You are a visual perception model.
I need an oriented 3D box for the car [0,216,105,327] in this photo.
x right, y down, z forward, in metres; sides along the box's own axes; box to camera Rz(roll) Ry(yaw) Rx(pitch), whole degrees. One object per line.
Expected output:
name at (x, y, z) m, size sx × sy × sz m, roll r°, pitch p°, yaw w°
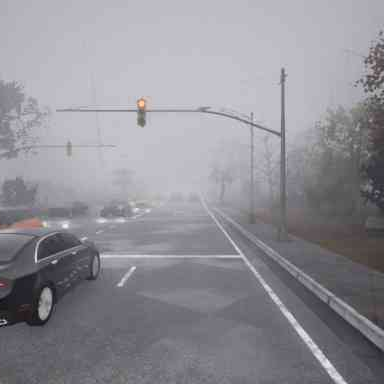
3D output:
car at (-3.377, 1.505, 7.034) m, size 1.837 × 1.490 × 4.892 m, roll 0°, pitch 0°, yaw 0°

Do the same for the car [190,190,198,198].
car at (0.440, 0.455, 74.285) m, size 1.882 × 1.535 × 5.008 m, roll 0°, pitch 3°, yaw 0°

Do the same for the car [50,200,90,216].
car at (-10.791, 1.478, 29.493) m, size 1.882 × 1.535 × 5.008 m, roll 0°, pitch 0°, yaw 6°

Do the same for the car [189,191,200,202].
car at (0.473, 1.004, 63.918) m, size 2.128 × 1.511 × 4.902 m, roll 0°, pitch 3°, yaw 0°

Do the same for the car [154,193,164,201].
car at (-6.632, 0.867, 66.344) m, size 1.882 × 1.535 × 5.008 m, roll 0°, pitch 3°, yaw 1°

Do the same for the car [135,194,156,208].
car at (-6.830, 1.476, 47.701) m, size 1.882 × 1.535 × 5.008 m, roll 0°, pitch 0°, yaw 0°

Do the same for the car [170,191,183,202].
car at (-3.026, 0.839, 64.445) m, size 2.097 × 1.767 × 4.553 m, roll 0°, pitch 3°, yaw 0°

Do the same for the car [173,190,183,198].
car at (-3.054, 0.445, 74.496) m, size 1.882 × 1.535 × 5.008 m, roll 0°, pitch 3°, yaw 0°

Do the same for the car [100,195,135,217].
car at (-6.944, 1.352, 30.680) m, size 2.097 × 1.767 × 4.553 m, roll 0°, pitch 0°, yaw 0°

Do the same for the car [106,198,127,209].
car at (-10.349, 1.526, 46.035) m, size 1.812 × 1.442 × 4.674 m, roll 0°, pitch 0°, yaw 0°

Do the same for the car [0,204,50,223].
car at (-7.063, 1.352, 11.581) m, size 2.097 × 1.767 × 4.553 m, roll 0°, pitch 0°, yaw 0°
